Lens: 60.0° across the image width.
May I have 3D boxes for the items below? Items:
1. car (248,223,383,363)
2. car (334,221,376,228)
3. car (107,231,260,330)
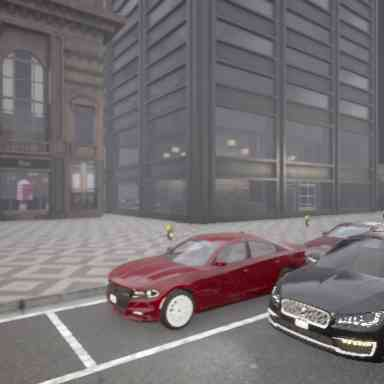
[{"bbox_3d":[3.432,1.506,5.819,4.892,1.490,1.837,0,0,-35],"label":"car"},{"bbox_3d":[5.100,1.582,10.172,4.206,1.307,1.802,0,0,-36],"label":"car"},{"bbox_3d":[0.510,1.545,6.896,4.507,1.381,1.887,0,0,-36],"label":"car"}]
